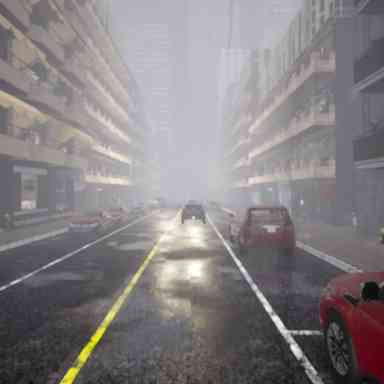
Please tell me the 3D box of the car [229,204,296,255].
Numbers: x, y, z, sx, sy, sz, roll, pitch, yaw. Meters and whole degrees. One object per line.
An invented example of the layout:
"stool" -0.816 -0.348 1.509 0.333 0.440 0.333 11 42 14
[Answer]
"car" 2.680 1.388 13.597 2.192 1.841 5.009 -1 0 0

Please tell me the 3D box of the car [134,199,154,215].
"car" -5.692 1.744 36.034 2.008 1.369 4.403 -1 0 0

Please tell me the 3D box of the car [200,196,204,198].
"car" 2.689 1.724 52.809 1.967 1.590 4.097 -1 0 0

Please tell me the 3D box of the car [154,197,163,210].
"car" -5.690 1.804 47.237 2.008 1.369 4.403 -1 0 0

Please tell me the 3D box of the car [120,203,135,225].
"car" -5.695 1.715 24.829 1.802 1.307 4.206 -1 0 0

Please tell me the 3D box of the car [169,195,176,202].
"car" -5.683 2.019 86.451 2.008 1.369 4.403 -1 0 0

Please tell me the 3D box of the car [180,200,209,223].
"car" 0.106 1.647 26.673 1.837 1.490 4.892 0 -1 0

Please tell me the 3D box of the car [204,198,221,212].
"car" 2.688 1.750 41.775 1.752 1.417 4.829 -1 0 0

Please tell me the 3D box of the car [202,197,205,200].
"car" 2.690 1.820 47.207 1.947 1.339 4.313 -1 0 0

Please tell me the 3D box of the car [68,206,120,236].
"car" -5.696 1.685 19.227 1.802 1.307 4.206 -1 0 0

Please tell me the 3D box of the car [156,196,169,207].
"car" -5.691 1.630 58.442 2.192 1.841 5.009 -1 0 0

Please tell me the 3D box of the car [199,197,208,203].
"car" 2.696 1.988 80.819 2.008 1.369 4.403 -1 0 0

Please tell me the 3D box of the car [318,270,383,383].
"car" 2.678 1.329 2.393 2.192 1.841 5.009 -1 0 0

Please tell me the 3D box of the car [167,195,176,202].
"car" -5.685 1.814 92.054 2.192 1.841 5.009 -1 0 0

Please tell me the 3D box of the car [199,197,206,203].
"car" 2.697 1.994 86.591 1.752 1.417 4.829 -1 0 0

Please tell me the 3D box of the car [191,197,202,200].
"car" 0.110 1.777 46.737 1.812 1.442 4.674 0 -1 0
